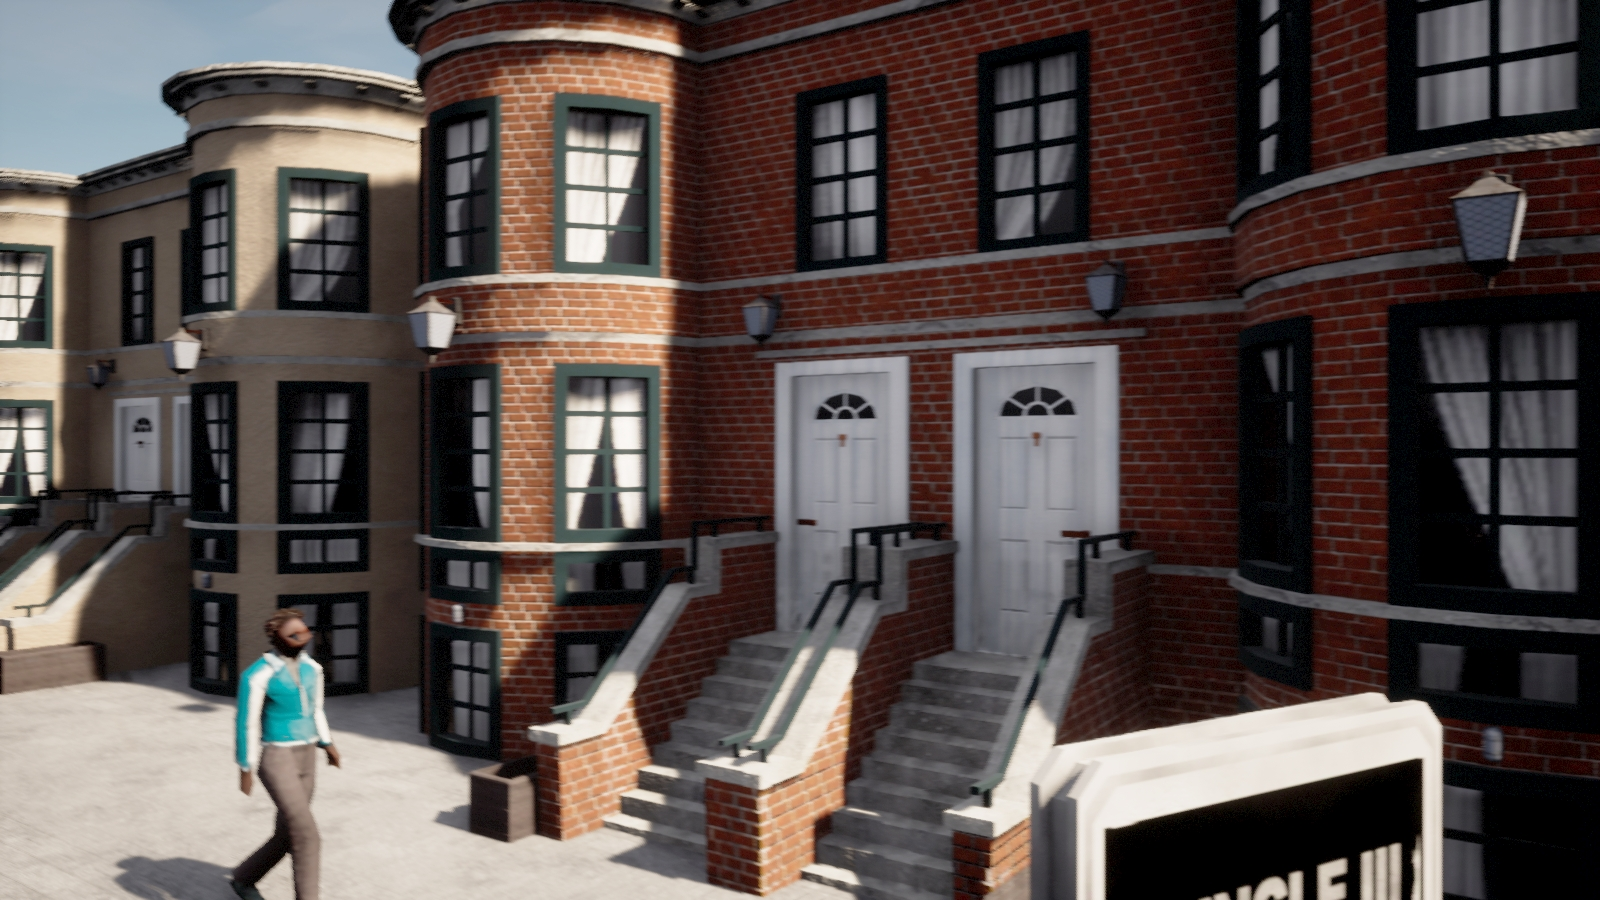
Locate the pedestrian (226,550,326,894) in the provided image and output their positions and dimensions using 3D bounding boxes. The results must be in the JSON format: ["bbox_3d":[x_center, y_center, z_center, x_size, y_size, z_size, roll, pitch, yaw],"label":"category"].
[{"bbox_3d":[-3.013,1.525,6.576,0.375,1.860,0.375,0,0,28],"label":"pedestrian"}]
